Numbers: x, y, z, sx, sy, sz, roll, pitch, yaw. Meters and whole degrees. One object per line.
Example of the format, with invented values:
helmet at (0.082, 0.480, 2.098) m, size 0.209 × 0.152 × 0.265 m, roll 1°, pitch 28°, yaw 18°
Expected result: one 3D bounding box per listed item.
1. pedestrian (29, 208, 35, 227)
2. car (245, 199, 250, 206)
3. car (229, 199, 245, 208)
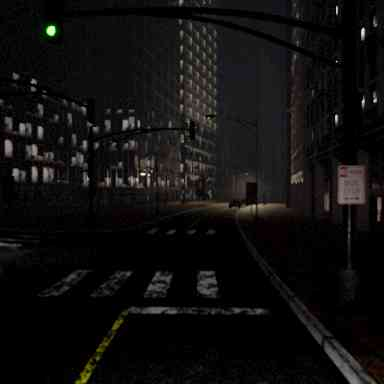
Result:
pedestrian at (-9.407, 1.466, 19.570) m, size 0.500 × 1.100 × 0.500 m, roll 0°, pitch 0°, yaw 17°
car at (10.868, 2.198, 68.875) m, size 1.837 × 1.490 × 4.892 m, roll 0°, pitch -1°, yaw 18°
car at (7.481, 2.038, 56.949) m, size 1.837 × 1.490 × 4.892 m, roll 0°, pitch -1°, yaw 14°
